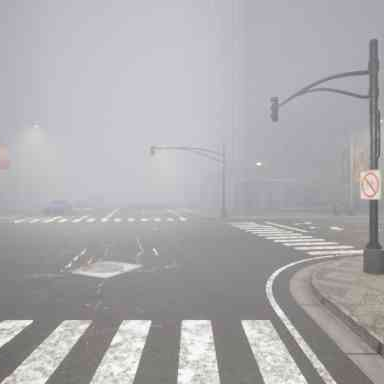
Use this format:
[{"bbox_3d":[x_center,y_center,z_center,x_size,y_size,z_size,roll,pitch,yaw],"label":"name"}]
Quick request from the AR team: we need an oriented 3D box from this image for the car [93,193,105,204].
[{"bbox_3d":[-17.963,1.274,63.524,2.150,2.045,5.566,0,0,-9],"label":"car"}]

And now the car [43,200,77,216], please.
[{"bbox_3d":[-13.079,1.493,32.729,1.882,1.535,5.008,0,0,-8],"label":"car"}]

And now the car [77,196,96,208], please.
[{"bbox_3d":[-15.420,1.593,47.416,1.994,1.385,4.181,0,0,-9],"label":"car"}]
